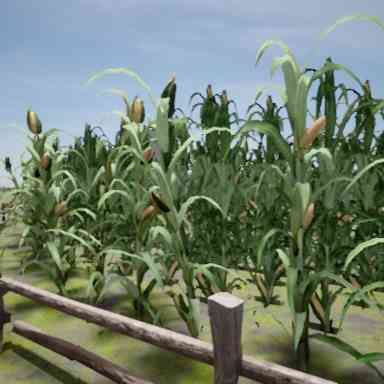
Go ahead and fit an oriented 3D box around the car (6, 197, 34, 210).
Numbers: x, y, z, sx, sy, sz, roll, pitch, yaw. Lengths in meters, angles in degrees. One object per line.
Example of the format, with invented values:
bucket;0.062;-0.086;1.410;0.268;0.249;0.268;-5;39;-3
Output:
car;-18.652;1.206;37.411;1.994;1.385;4.181;-1;1;30
